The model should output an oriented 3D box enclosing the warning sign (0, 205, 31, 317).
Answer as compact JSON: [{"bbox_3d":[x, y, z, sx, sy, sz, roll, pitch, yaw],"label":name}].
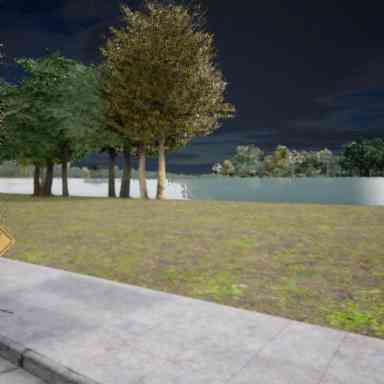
[{"bbox_3d":[-3.775,1.177,5.808,1.060,1.860,1.300,2,-1,35],"label":"warning sign"}]
